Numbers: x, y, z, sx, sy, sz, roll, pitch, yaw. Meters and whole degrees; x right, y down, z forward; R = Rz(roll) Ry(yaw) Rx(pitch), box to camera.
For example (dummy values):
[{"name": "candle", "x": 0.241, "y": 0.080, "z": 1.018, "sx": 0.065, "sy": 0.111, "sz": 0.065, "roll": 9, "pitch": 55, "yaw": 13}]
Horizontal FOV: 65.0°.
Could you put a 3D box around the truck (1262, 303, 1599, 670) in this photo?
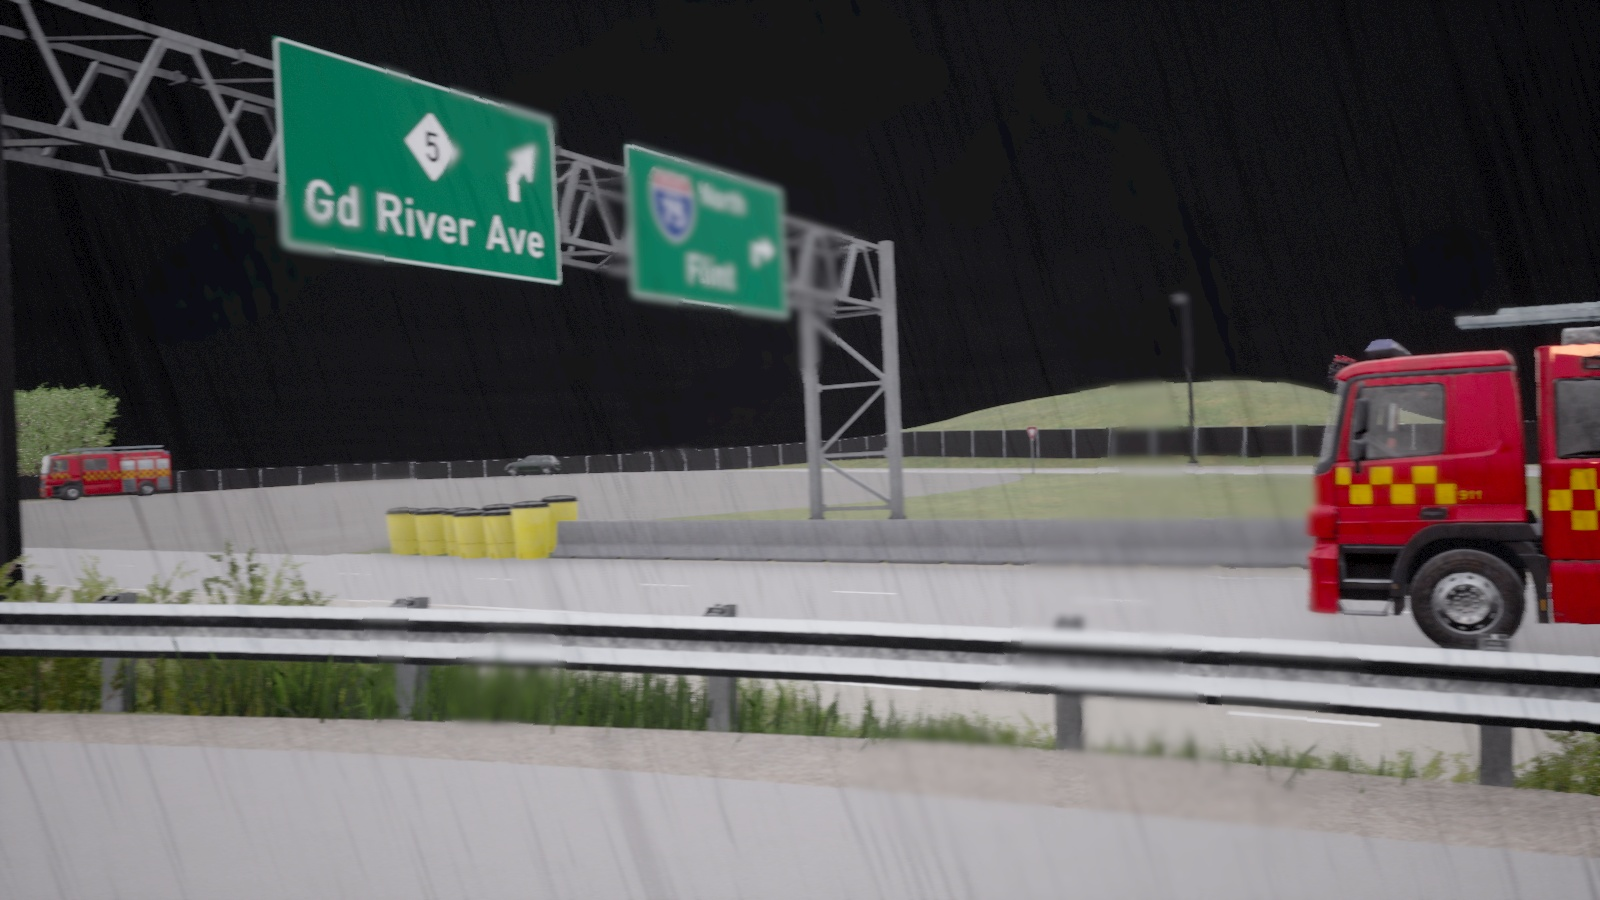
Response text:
[{"name": "truck", "x": 9.858, "y": 0.344, "z": 13.878, "sx": 8.468, "sy": 3.827, "sz": 2.891, "roll": -1, "pitch": 0, "yaw": 30}]
